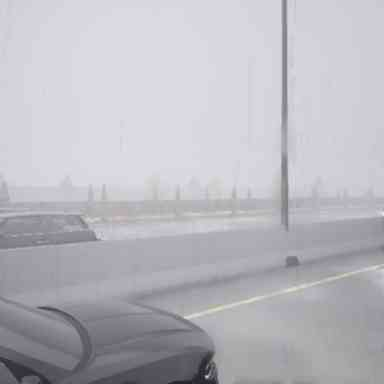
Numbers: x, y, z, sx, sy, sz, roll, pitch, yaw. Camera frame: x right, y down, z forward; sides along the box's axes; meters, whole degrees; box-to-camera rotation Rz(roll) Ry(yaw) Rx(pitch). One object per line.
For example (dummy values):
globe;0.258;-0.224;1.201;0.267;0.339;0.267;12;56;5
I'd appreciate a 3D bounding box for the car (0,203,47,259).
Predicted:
car;-7.640;1.352;11.440;4.553;1.767;2.097;0;0;-35

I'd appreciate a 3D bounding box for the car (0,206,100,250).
car;-4.861;1.352;9.123;4.553;1.767;2.097;0;0;-36

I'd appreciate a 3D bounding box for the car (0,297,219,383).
car;-2.039;1.478;2.291;5.008;1.535;1.882;0;0;-36

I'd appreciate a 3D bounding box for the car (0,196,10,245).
car;-10.705;1.222;13.551;5.566;2.045;2.150;0;0;-35
